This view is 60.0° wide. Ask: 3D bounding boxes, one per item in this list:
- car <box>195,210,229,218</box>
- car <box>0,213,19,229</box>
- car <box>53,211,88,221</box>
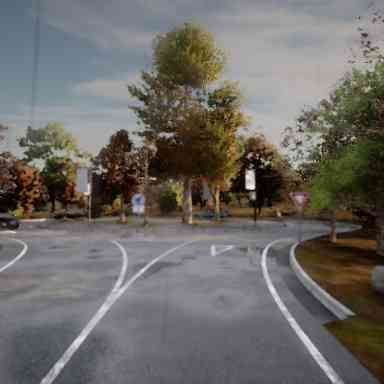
[{"bbox_3d":[3.203,3.574,53.787,5.357,1.411,2.033,0,-2,22],"label":"car"},{"bbox_3d":[-16.453,2.534,28.959,1.994,1.385,4.181,1,-3,-34],"label":"car"},{"bbox_3d":[-17.221,3.342,47.271,1.895,1.301,4.718,-2,-2,33],"label":"car"}]
